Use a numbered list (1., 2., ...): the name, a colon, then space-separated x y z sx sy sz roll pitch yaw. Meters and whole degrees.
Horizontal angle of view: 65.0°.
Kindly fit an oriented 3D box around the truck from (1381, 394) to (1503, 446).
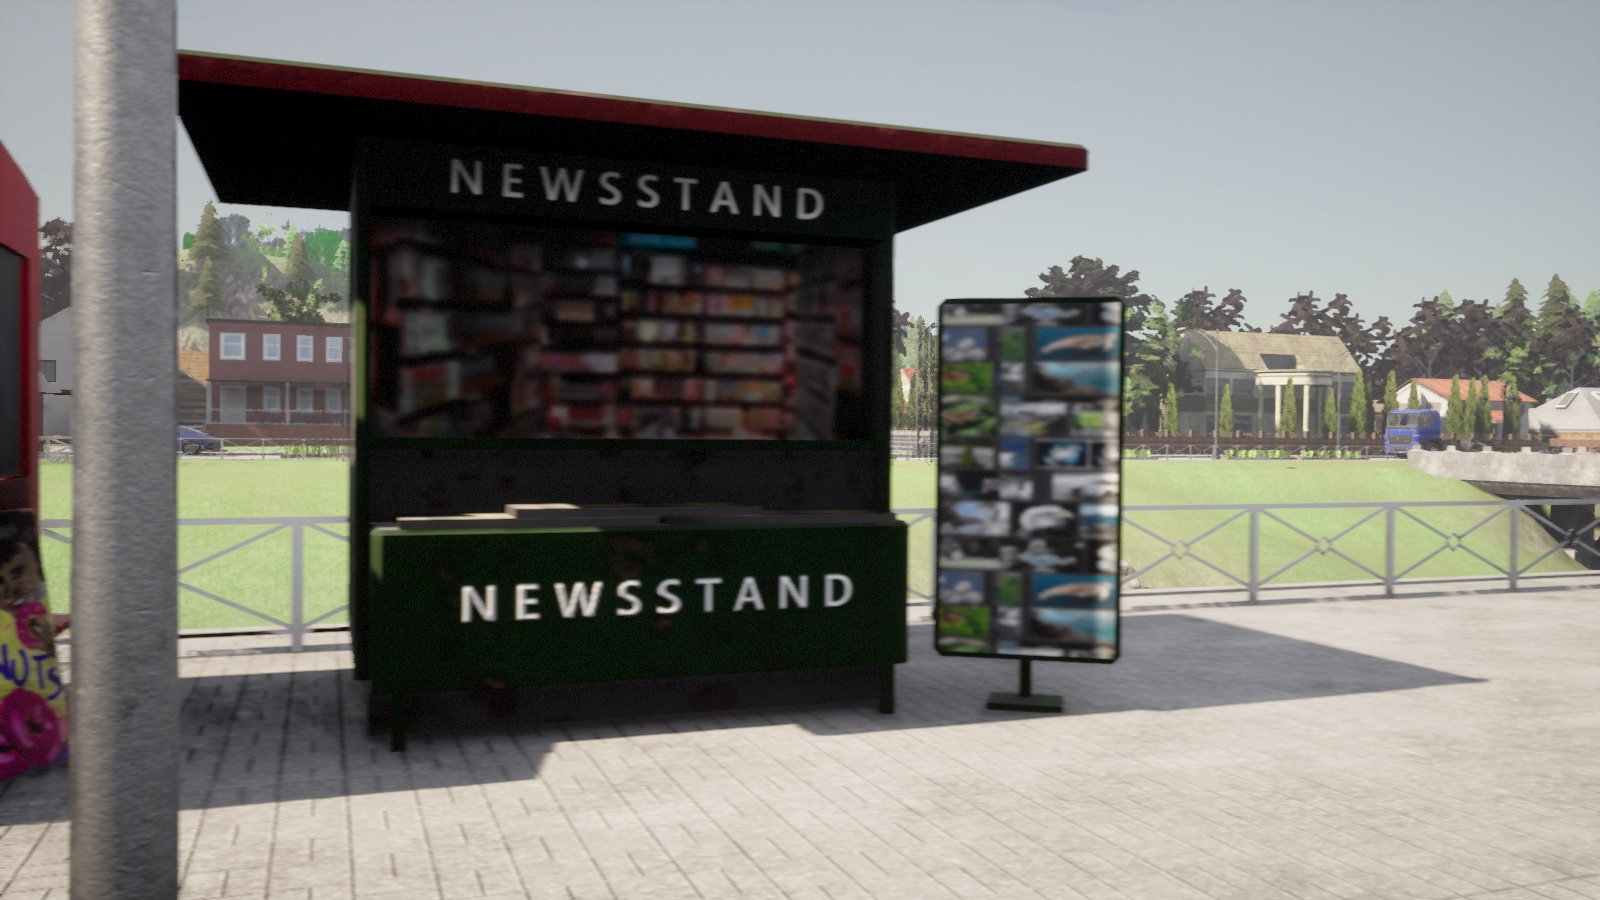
1. truck: 44.273 -2.071 86.552 7.936 3.462 2.891 -1 1 -21

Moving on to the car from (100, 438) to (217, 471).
1. car: -29.793 0.195 58.462 4.674 1.442 1.812 -1 1 -21
